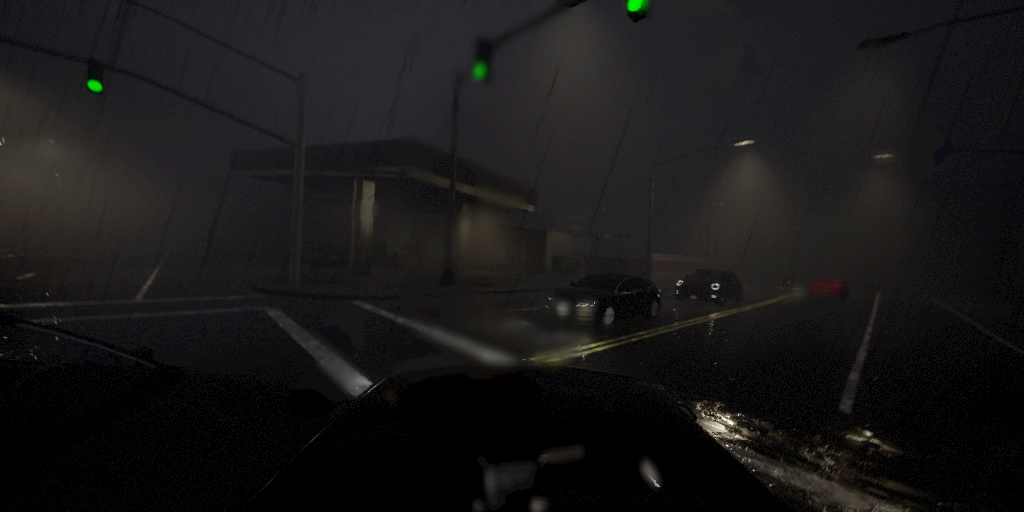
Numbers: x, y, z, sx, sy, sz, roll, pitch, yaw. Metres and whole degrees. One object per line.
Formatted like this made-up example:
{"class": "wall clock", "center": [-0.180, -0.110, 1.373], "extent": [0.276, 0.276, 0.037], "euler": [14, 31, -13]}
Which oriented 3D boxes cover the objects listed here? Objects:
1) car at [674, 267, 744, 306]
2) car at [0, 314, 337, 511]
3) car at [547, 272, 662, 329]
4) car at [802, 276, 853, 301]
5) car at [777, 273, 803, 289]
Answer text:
{"class": "car", "center": [10.143, 1.431, 18.330], "extent": [4.553, 1.767, 2.097], "euler": [3, 1, -44]}
{"class": "car", "center": [-3.312, 1.049, 1.653], "extent": [4.902, 1.511, 2.128], "euler": [5, 1, -14]}
{"class": "car", "center": [3.158, 1.295, 11.626], "extent": [4.892, 1.490, 1.837], "euler": [2, 1, -44]}
{"class": "car", "center": [21.710, 2.118, 24.438], "extent": [4.902, 1.511, 2.128], "euler": [2, 1, -44]}
{"class": "car", "center": [27.160, 2.336, 34.548], "extent": [4.181, 1.385, 1.994], "euler": [2, 1, -43]}
